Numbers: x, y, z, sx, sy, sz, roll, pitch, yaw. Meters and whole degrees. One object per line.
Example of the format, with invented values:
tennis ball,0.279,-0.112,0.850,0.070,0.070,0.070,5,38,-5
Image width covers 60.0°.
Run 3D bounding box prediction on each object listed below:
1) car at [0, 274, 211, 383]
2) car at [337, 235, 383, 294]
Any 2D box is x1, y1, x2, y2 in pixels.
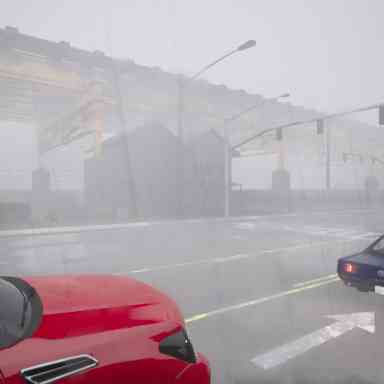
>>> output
car,-2.492,1.221,1.968,5.566,2.045,2.150,0,0,-36
car,5.462,1.601,7.639,4.718,1.301,1.895,0,0,-35
